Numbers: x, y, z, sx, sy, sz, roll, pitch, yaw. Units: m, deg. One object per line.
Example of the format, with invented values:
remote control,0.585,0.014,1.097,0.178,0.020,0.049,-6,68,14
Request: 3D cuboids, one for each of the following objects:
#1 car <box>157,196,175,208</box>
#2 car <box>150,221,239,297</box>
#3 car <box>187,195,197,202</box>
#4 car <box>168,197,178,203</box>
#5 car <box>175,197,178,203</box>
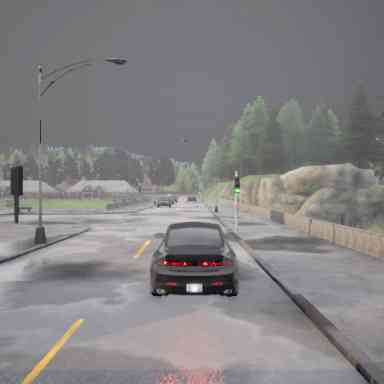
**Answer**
car,-4.096,1.589,49.720,1.994,1.385,4.181,0,0,0
car,0.062,1.510,8.560,1.837,1.490,4.892,0,0,0
car,-0.001,1.360,70.971,1.882,1.535,5.008,0,0,0
car,-4.001,1.630,69.917,1.895,1.301,4.718,0,0,0
car,-4.078,1.535,59.735,1.837,1.490,4.892,0,0,0
